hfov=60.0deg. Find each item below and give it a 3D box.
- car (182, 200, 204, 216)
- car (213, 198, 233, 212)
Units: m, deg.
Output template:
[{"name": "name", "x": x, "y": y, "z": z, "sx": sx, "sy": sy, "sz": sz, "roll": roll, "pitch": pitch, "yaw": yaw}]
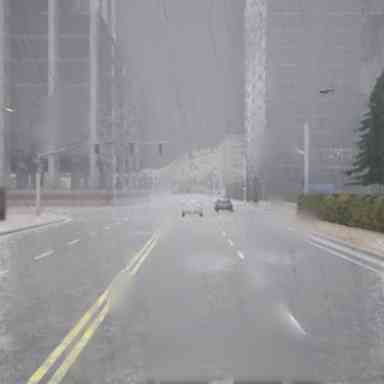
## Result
[{"name": "car", "x": 0.041, "y": 1.492, "z": 32.099, "sx": 1.812, "sy": 1.442, "sz": 4.674, "roll": 0, "pitch": 0, "yaw": 0}, {"name": "car", "x": 3.534, "y": 1.451, "z": 37.930, "sx": 2.128, "sy": 1.511, "sz": 4.902, "roll": 0, "pitch": 0, "yaw": 0}]
